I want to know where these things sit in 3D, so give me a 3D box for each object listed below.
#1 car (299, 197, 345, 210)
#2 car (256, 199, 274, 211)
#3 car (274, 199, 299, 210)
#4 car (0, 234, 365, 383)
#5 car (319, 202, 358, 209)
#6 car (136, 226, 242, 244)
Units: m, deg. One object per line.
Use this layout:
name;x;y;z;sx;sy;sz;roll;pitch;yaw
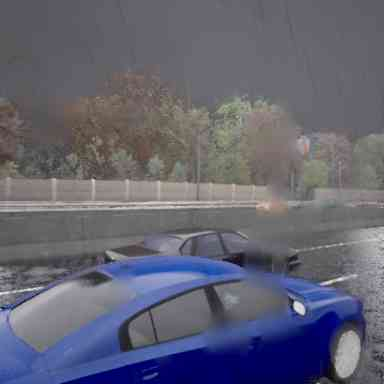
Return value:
car;14.507;1.575;35.956;5.566;2.045;2.150;1;0;-36
car;10.144;1.690;41.438;4.553;1.767;2.097;1;0;-36
car;12.164;1.821;38.582;5.008;1.535;1.882;1;0;-36
car;0.018;1.497;3.771;5.008;1.535;1.882;1;0;-36
car;14.534;1.930;31.668;4.718;1.301;1.895;1;0;-36
car;0.404;1.596;8.356;5.357;1.411;2.033;1;0;-36
